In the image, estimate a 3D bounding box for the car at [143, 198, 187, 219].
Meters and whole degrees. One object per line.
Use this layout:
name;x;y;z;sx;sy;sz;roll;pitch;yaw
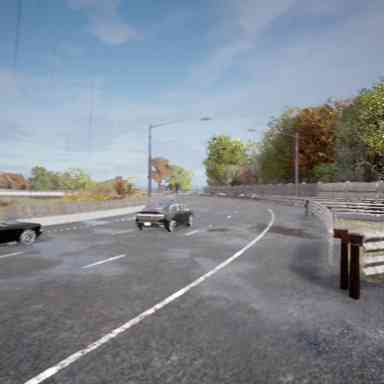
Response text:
car;-2.120;1.310;28.257;2.033;1.411;5.357;0;0;15

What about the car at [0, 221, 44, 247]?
car;-7.760;1.462;11.855;1.895;1.301;4.718;1;0;24

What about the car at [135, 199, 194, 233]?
car;-1.351;1.334;18.570;2.128;1.511;4.902;1;0;20
